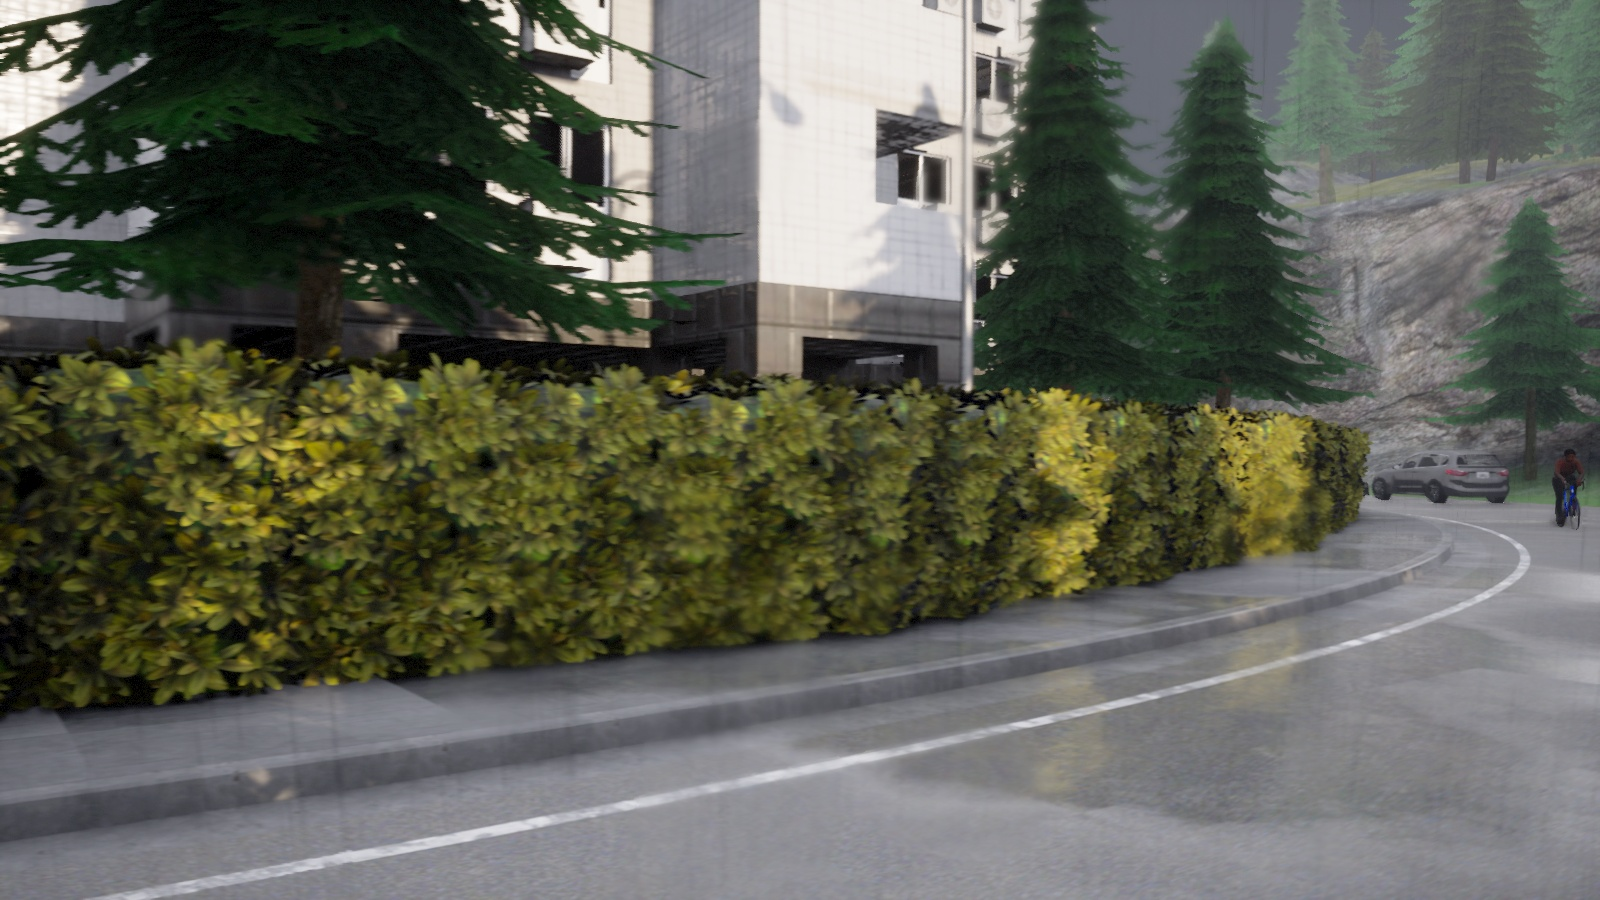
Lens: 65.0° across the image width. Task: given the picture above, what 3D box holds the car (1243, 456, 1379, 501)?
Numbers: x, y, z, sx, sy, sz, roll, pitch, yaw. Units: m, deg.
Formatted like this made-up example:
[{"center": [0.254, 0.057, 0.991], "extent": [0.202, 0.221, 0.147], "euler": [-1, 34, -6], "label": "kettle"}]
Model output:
[{"center": [16.427, 0.886, 40.626], "extent": [1.994, 1.385, 4.181], "euler": [0, 0, -14], "label": "car"}]

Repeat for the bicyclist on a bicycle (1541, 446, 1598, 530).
[{"center": [15.456, 0.734, 25.254], "extent": [0.582, 1.620, 1.656], "euler": [-1, 0, 17], "label": "bicyclist on a bicycle"}]

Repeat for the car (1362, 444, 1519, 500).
[{"center": [20.161, 0.656, 39.768], "extent": [2.242, 1.667, 4.611], "euler": [0, 0, -7], "label": "car"}]
